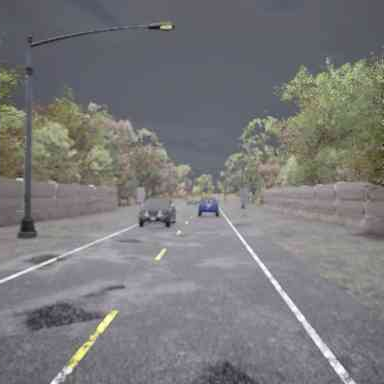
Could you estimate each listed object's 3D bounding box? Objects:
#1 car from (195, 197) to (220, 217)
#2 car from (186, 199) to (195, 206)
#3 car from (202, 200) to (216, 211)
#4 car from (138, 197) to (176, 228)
[{"bbox_3d":[1.784,1.548,35.938,2.150,2.045,5.566,0,0,3],"label":"car"},{"bbox_3d":[-0.053,2.104,68.620,1.994,1.385,4.181,0,0,3],"label":"car"},{"bbox_3d":[2.416,1.904,48.031,1.882,1.535,5.008,0,0,3],"label":"car"},{"bbox_3d":[-2.410,1.420,24.471,2.150,2.045,5.566,0,-1,3],"label":"car"}]
